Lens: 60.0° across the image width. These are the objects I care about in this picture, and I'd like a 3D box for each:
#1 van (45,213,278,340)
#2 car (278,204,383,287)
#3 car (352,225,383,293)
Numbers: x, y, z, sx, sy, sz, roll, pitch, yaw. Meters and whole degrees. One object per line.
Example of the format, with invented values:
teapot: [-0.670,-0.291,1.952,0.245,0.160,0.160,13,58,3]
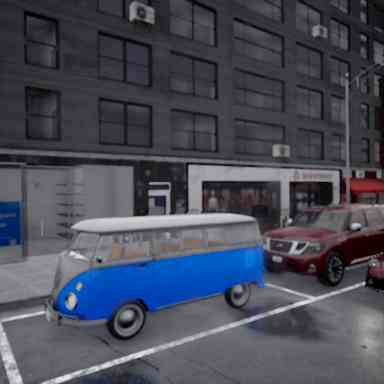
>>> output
van: [-0.453,1.331,6.218,3.998,1.788,1.690,0,-1,-35]
car: [4.099,1.286,9.456,5.009,1.841,2.192,0,-1,-35]
car: [5.735,1.534,7.455,4.181,1.385,1.994,0,0,-35]
